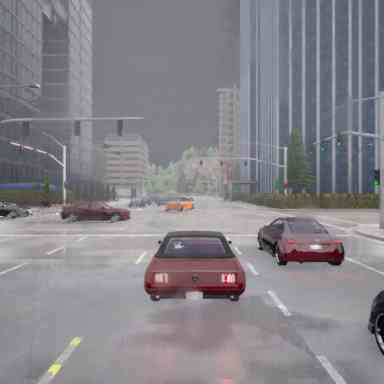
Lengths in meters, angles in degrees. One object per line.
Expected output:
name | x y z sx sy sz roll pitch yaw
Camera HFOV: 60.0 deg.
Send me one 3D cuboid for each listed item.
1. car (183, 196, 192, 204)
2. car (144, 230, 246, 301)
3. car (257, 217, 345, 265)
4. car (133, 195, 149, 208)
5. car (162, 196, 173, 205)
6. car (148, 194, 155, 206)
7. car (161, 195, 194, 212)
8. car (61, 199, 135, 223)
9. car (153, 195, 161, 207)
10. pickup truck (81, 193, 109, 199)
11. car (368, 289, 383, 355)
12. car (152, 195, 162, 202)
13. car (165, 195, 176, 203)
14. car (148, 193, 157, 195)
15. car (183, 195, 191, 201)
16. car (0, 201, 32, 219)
car | -0.848 1.525 64.446 1.812 1.442 4.674 0 0 -1
car | 0.070 1.601 8.268 1.895 1.301 4.718 0 0 0
car | 3.576 1.564 11.627 1.994 1.385 4.181 0 0 0
car | -7.796 1.526 47.443 1.812 1.442 4.674 0 0 1
car | -4.468 1.505 61.386 1.837 1.490 4.892 0 0 -1
car | -7.914 1.505 56.697 1.837 1.490 4.892 0 0 -1
car | -1.348 1.352 38.457 2.097 1.767 4.553 0 0 20
car | -7.097 1.478 24.698 5.008 1.535 1.882 0 0 0
car | -4.353 1.547 51.544 2.033 1.411 5.357 0 0 -1
pickup truck | -21.201 1.059 73.315 2.390 2.098 6.274 0 0 30
car | 3.608 1.564 3.216 1.994 1.385 4.181 0 0 -1
car | -8.141 1.465 77.570 1.882 1.535 5.008 0 0 -1
car | -4.556 1.525 71.826 2.128 1.511 4.902 0 0 -1
car | -8.005 1.221 67.103 2.150 2.045 5.566 0 0 -1
car | -1.300 1.553 88.541 1.994 1.385 4.181 0 0 -1
car | -16.119 1.492 28.125 4.902 1.511 2.128 0 0 0
